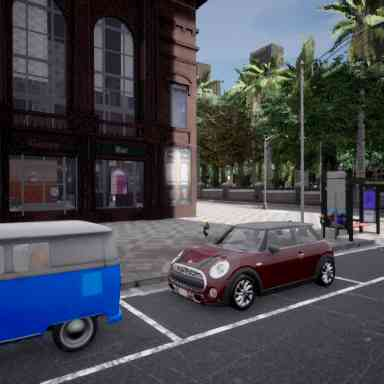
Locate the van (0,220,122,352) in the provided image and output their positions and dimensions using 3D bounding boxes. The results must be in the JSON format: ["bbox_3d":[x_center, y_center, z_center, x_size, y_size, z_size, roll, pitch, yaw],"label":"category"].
[{"bbox_3d":[-2.970,1.341,4.536,3.998,1.788,1.690,0,0,-36],"label":"van"}]

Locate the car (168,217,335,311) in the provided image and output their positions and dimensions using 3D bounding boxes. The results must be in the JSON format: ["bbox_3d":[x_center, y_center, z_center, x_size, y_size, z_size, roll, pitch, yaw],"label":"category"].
[{"bbox_3d":[1.445,1.439,7.689,4.097,1.590,1.967,0,0,-36],"label":"car"}]
